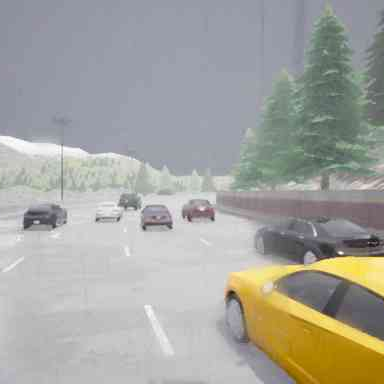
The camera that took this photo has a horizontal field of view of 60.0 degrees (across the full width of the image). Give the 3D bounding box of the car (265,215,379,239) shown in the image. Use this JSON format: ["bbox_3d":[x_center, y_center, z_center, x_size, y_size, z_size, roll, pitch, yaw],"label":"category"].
[{"bbox_3d":[3.679,1.505,10.505,1.837,1.490,4.892,0,0,-15],"label":"car"}]

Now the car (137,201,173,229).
[{"bbox_3d":[-2.356,1.547,21.650,2.033,1.411,5.357,0,0,-10],"label":"car"}]

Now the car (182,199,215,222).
[{"bbox_3d":[0.439,1.351,26.944,2.097,1.767,4.553,0,0,-8],"label":"car"}]

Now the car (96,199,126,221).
[{"bbox_3d":[-6.608,1.525,26.895,1.812,1.442,4.674,0,0,-8],"label":"car"}]

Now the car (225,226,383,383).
[{"bbox_3d":[2.009,1.477,3.692,1.882,1.535,5.008,0,0,-18],"label":"car"}]

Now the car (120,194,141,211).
[{"bbox_3d":[-7.689,1.221,41.701,2.150,2.045,5.566,0,0,-1],"label":"car"}]

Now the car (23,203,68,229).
[{"bbox_3d":[-9.392,1.504,21.621,1.837,1.490,4.892,0,0,-10],"label":"car"}]
